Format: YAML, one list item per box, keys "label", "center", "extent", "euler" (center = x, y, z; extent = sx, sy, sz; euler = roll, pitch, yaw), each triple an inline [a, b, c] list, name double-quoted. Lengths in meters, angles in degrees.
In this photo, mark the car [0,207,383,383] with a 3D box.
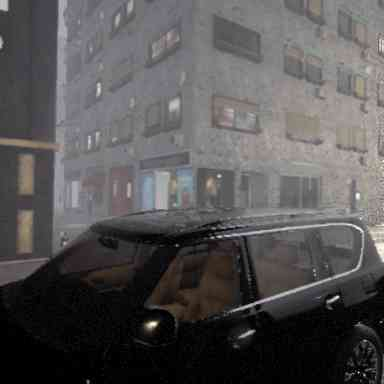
- label: "car"
  center: [-0.175, 1.221, 3.249]
  extent: [5.566, 2.045, 2.150]
  euler: [0, 0, -35]
